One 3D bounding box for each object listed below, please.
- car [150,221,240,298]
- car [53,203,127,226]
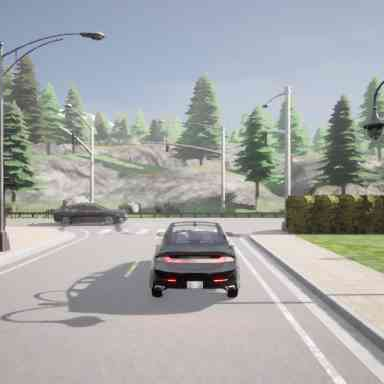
[{"bbox_3d":[0.073,1.491,8.534,2.128,1.511,4.902,0,0,0],"label":"car"},{"bbox_3d":[-6.905,1.517,22.777,4.892,1.490,1.837,-1,0,0],"label":"car"}]
